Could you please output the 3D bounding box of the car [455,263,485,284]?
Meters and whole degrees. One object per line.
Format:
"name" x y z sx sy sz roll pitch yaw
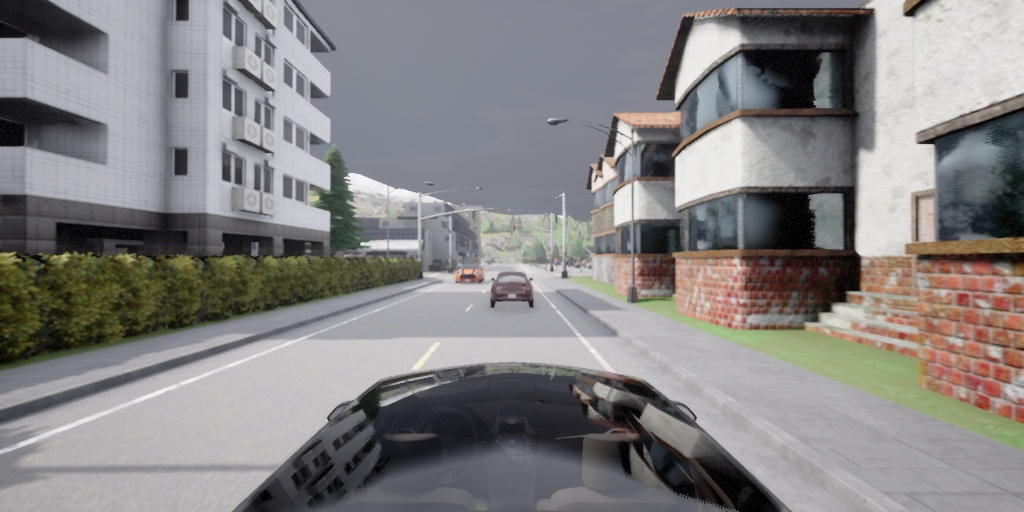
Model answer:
"car" -3.502 1.366 30.471 2.097 1.767 4.553 0 0 0

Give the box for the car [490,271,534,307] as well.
"car" 0.005 1.410 16.239 1.812 1.442 4.674 0 0 0
